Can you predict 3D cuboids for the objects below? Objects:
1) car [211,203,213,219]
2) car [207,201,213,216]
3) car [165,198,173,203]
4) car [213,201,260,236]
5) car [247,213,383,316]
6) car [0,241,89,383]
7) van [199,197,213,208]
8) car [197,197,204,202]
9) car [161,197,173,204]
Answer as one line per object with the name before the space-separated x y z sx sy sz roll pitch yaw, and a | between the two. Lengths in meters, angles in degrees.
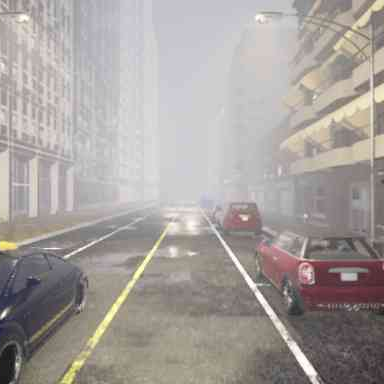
car | 2.606 1.721 24.550 1.802 1.307 4.206 0 0 0
car | 2.585 1.754 30.198 1.802 1.307 4.206 0 0 0
car | -6.009 2.129 86.651 1.947 1.339 4.313 0 0 0
car | 2.628 1.420 18.903 2.192 1.841 5.009 0 0 0
car | 2.670 1.478 7.605 1.967 1.590 4.097 0 0 0
car | -3.011 1.602 4.900 1.994 1.385 4.181 0 0 0
van | 2.498 1.658 52.793 1.690 1.788 3.998 0 0 0
car | 2.349 2.105 92.501 1.752 1.417 4.829 0 0 0
car | -5.967 1.928 75.355 1.967 1.590 4.097 0 0 0
